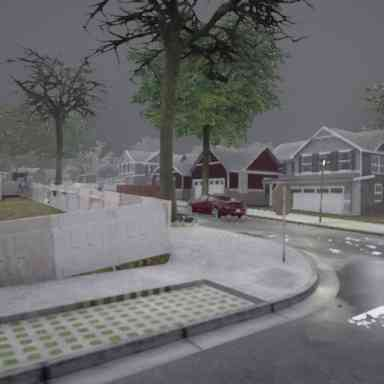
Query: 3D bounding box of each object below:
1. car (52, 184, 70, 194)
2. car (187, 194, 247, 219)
[{"bbox_3d":[-18.587,-0.434,46.708,1.812,1.442,4.674,1,2,-35],"label":"car"},{"bbox_3d":[1.490,0.858,21.941,1.882,1.535,5.008,1,2,-31],"label":"car"}]
